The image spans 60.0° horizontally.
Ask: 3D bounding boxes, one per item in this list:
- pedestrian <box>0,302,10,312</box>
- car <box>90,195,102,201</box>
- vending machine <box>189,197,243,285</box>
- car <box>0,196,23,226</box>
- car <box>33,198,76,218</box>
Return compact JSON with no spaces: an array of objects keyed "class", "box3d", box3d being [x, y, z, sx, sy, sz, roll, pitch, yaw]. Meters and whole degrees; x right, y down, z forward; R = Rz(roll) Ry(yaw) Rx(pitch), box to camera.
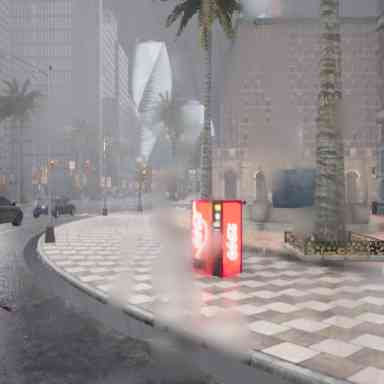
[{"class":"pedestrian","box3d":[-3.641,1.674,5.945,0.500,1.100,0.500,0,0,-42]},{"class":"car","box3d":[-24.290,1.511,84.688,2.161,1.482,4.786,0,0,1]},{"class":"vending machine","box3d":[0.636,1.195,8.717,1.100,2.100,0.880,0,0,-43]},{"class":"car","box3d":[-12.148,1.221,19.947,2.150,2.045,5.566,0,0,-8]},{"class":"car","box3d":[-12.436,1.351,30.360,2.097,1.767,4.553,0,0,5]}]
